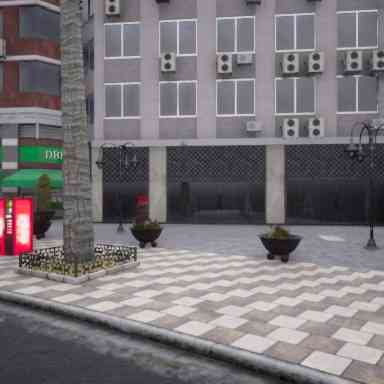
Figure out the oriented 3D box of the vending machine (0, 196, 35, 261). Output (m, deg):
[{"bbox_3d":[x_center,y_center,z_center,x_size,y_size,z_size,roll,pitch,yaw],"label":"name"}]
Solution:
[{"bbox_3d":[-6.203,1.195,11.454,0.880,2.100,1.100,0,0,23],"label":"vending machine"}]
